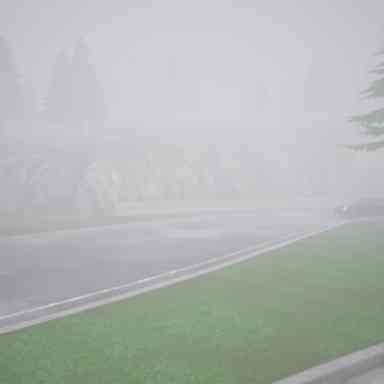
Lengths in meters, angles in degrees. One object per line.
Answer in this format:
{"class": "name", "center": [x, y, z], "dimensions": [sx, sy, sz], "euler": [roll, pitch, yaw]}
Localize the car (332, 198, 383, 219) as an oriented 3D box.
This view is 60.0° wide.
{"class": "car", "center": [14.038, 1.280, 27.511], "dimensions": [4.553, 1.767, 2.097], "euler": [0, 0, -6]}
